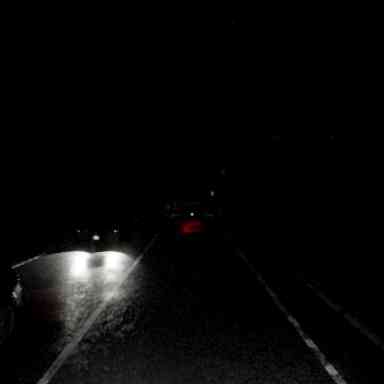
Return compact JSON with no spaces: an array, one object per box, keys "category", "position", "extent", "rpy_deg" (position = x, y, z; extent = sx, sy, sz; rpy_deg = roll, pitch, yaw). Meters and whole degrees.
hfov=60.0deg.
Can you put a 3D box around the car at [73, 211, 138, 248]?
[{"category":"car","position":[-3.594,1.510,14.435],"extent":[1.994,1.385,4.181],"rpy_deg":[0,0,0]}]

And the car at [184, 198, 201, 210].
[{"category":"car","position":[0.069,1.594,44.585],"extent":[2.128,1.511,4.902],"rpy_deg":[0,-1,0]}]

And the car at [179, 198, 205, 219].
[{"category":"car","position":[0.026,1.453,27.905],"extent":[1.837,1.490,4.892],"rpy_deg":[0,0,0]}]

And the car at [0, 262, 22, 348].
[{"category":"car","position":[-3.608,1.518,3.511],"extent":[1.812,1.442,4.674],"rpy_deg":[0,0,0]}]
